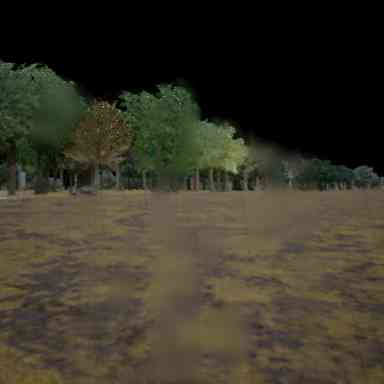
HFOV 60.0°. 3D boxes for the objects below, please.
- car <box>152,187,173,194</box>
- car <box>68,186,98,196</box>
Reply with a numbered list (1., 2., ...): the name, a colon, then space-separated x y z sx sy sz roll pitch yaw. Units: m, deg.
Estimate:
1. car: -6.043 -0.379 67.868 1.882 1.535 5.008 -1 0 36
2. car: -17.154 -0.112 52.474 1.837 1.490 4.892 -1 1 36
